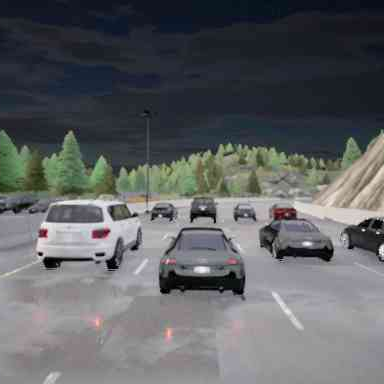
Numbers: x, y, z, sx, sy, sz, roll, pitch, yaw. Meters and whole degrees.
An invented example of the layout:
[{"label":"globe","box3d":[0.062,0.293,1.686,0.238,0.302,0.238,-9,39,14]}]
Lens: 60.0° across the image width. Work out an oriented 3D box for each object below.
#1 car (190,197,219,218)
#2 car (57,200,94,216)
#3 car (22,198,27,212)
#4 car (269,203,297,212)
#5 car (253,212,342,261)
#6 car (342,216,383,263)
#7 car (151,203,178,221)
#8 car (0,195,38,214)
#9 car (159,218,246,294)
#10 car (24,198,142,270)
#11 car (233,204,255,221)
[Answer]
[{"label":"car","box3d":[1.057,1.441,28.466,2.150,2.045,5.566,0,0,4]},{"label":"car","box3d":[-12.438,1.679,35.946,1.837,1.490,4.892,0,-1,6]},{"label":"car","box3d":[-15.915,1.654,36.348,1.837,1.490,4.892,0,-1,6]},{"label":"car","box3d":[8.289,1.771,30.634,1.882,1.535,5.008,0,0,5]},{"label":"car","box3d":[3.842,1.691,12.946,1.994,1.385,4.181,0,0,1]},{"label":"car","box3d":[7.333,1.656,12.468,1.837,1.490,4.892,0,-1,1]},{"label":"car","box3d":[-2.364,1.704,29.325,1.837,1.490,4.892,0,0,5]},{"label":"car","box3d":[-19.336,1.331,37.258,2.150,2.045,5.566,0,-1,7]},{"label":"car","box3d":[0.259,1.634,9.050,1.994,1.385,4.181,0,0,1]},{"label":"car","box3d":[-3.189,1.282,11.446,2.150,2.045,5.566,0,0,1]},{"label":"car","box3d":[4.730,1.788,30.237,1.812,1.442,4.674,0,0,5]}]
